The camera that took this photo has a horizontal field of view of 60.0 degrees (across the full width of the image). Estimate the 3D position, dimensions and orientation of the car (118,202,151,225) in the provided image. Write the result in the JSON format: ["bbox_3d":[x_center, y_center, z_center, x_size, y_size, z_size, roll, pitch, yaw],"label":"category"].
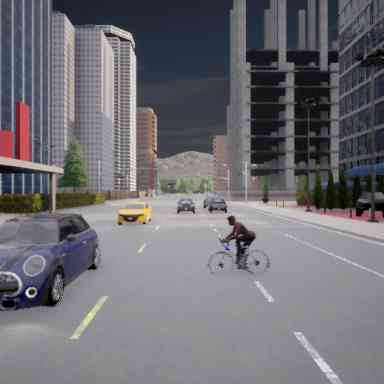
[{"bbox_3d":[-4.067,1.477,24.106,1.882,1.535,5.008,0,0,-1],"label":"car"}]

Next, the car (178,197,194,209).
[{"bbox_3d":[-0.859,1.491,46.024,2.128,1.511,4.902,0,0,-1],"label":"car"}]

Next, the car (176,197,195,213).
[{"bbox_3d":[-0.634,1.526,36.084,1.812,1.442,4.674,0,0,-1],"label":"car"}]

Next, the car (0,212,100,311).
[{"bbox_3d":[-3.730,1.351,7.981,2.097,1.767,4.553,0,0,-1],"label":"car"}]

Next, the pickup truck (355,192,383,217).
[{"bbox_3d":[16.030,1.059,29.562,2.390,2.098,6.274,0,0,29],"label":"pickup truck"}]

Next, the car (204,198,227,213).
[{"bbox_3d":[2.811,1.491,37.185,2.128,1.511,4.902,0,0,-1],"label":"car"}]

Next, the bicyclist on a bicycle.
[{"bbox_3d":[1.244,1.455,8.934,1.656,1.620,0.582,-2,0,-1],"label":"bicyclist on a bicycle"}]
